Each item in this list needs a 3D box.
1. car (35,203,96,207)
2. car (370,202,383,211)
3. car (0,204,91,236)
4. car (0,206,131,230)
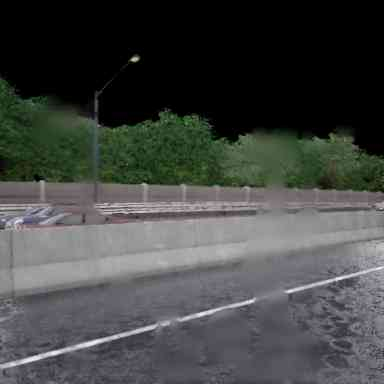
[{"bbox_3d":[-6.633,1.370,16.457,4.553,1.767,2.097,0,0,-35],"label":"car"},{"bbox_3d":[25.057,2.044,43.322,4.674,1.442,1.812,1,0,-35],"label":"car"},{"bbox_3d":[-8.655,1.510,19.313,4.902,1.511,2.128,0,0,-35],"label":"car"},{"bbox_3d":[-4.864,1.494,13.420,5.008,1.535,1.882,0,0,-35],"label":"car"}]
